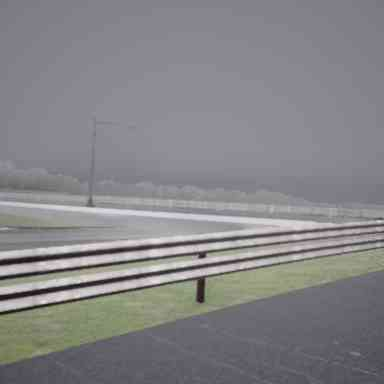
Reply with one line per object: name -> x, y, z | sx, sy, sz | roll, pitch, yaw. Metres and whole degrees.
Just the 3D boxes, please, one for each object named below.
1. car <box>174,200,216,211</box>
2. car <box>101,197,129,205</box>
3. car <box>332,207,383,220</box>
car -> 0.383, 1.645, 37.664 | 4.718, 1.301, 1.895 | 2, -2, 25
car -> -10.767, 1.396, 47.110 | 4.674, 1.442, 1.812 | 2, -2, 29
car -> 16.401, 2.237, 32.849 | 4.892, 1.490, 1.837 | 2, -1, 13
